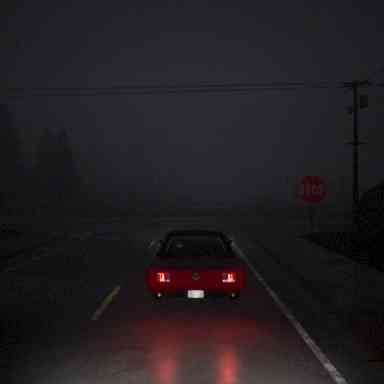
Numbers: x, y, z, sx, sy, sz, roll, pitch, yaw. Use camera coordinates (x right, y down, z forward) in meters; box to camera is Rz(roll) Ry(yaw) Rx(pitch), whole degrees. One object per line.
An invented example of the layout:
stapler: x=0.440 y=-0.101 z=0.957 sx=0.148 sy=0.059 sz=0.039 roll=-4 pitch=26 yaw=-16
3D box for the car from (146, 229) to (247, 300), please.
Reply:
car: x=0.090 y=1.593 z=8.349 sx=1.895 sy=1.301 sz=4.718 roll=0 pitch=0 yaw=0
